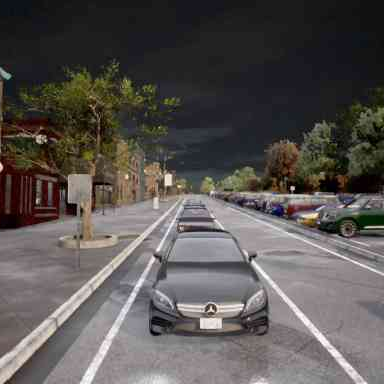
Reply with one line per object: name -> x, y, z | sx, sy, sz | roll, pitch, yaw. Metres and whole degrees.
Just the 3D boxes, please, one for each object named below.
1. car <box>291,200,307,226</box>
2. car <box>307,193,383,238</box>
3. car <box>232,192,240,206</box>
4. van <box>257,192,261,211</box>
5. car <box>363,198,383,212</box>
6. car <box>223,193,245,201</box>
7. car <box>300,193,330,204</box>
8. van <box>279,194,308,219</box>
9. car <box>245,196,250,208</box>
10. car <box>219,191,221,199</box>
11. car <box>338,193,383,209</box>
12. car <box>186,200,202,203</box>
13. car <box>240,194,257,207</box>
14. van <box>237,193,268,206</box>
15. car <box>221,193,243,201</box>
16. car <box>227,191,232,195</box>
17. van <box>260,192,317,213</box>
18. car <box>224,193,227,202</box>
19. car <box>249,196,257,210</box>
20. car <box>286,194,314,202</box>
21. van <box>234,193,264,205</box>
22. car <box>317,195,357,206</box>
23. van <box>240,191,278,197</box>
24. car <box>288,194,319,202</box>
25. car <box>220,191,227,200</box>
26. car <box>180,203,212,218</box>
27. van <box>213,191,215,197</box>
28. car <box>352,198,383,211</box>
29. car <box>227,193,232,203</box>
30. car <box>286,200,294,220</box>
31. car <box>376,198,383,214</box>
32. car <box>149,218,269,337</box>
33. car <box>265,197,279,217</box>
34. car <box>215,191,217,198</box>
car -> 9.070, 1.466, 19.853 | 5.366, 1.575, 1.946 | 0, 0, 0
car -> 9.247, 1.221, 17.050 | 5.566, 2.045, 2.435 | 0, 0, 0
car -> 9.021, 1.113, 47.892 | 5.566, 2.045, 2.435 | 0, 1, 0
van -> 9.269, 1.222, 33.873 | 4.442, 1.987, 1.878 | 0, 0, 0
car -> 22.177, 1.468, 37.445 | 4.792, 1.488, 2.163 | 0, 0, 0
car -> 8.854, 1.039, 70.319 | 4.553, 1.767, 2.185 | 0, 1, 0
car -> 22.074, 1.135, 59.658 | 4.553, 1.767, 2.185 | 0, 1, 0
van -> 9.331, 1.237, 25.461 | 4.442, 1.987, 1.878 | 0, 0, 0
car -> 9.108, 1.465, 39.484 | 4.674, 1.452, 2.002 | 0, 0, 0
car -> 8.877, 0.938, 67.515 | 5.566, 2.045, 2.435 | 0, 1, 0
car -> 22.137, 1.153, 43.001 | 5.566, 2.045, 2.435 | 0, 0, 0
car -> 0.212, 1.442, 29.870 | 2.128, 1.511, 4.902 | 0, 0, 0
car -> 9.097, 1.408, 42.287 | 4.892, 1.521, 2.231 | 0, 0, 0
van -> 9.145, 1.113, 50.698 | 4.442, 1.987, 1.878 | 0, 1, 0
car -> 8.833, 1.014, 73.122 | 4.553, 1.767, 2.185 | 0, 1, 0
car -> 8.998, 1.138, 59.107 | 4.553, 1.767, 2.185 | 0, 1, 0
van -> 9.056, 1.230, 31.070 | 4.442, 1.987, 1.878 | 0, 0, 0
car -> 8.944, 1.279, 61.912 | 4.674, 1.452, 2.002 | 0, 1, 0
car -> 9.161, 1.469, 36.676 | 4.792, 1.488, 2.163 | 0, 0, 0
car -> 21.988, 1.188, 67.985 | 4.892, 1.521, 2.231 | 0, 1, 0
van -> 9.125, 1.088, 53.501 | 4.442, 1.987, 1.878 | 0, 1, 0
car -> 22.290, 1.332, 51.332 | 5.366, 1.575, 1.946 | 0, 1, 0
van -> 9.187, 1.163, 45.093 | 4.442, 1.987, 1.878 | 0, 0, 0
car -> 21.817, 1.208, 65.207 | 5.366, 1.575, 1.946 | 0, 1, 0
car -> 8.897, 0.963, 64.712 | 5.566, 2.045, 2.435 | 0, 1, 0
car -> 0.189, 1.532, 17.422 | 2.033, 1.411, 5.357 | 0, 0, 0
van -> 8.624, 0.763, 89.939 | 4.442, 1.987, 1.878 | 0, 1, 0
car -> 22.214, 1.451, 40.228 | 4.792, 1.488, 2.163 | 0, 0, 0
car -> 8.981, 1.290, 56.305 | 4.892, 1.521, 2.231 | 0, 1, 0
car -> 9.237, 1.506, 22.658 | 4.674, 1.452, 2.002 | 0, 0, 0
car -> 22.411, 1.444, 34.675 | 5.366, 1.575, 1.946 | 0, 0, 0
car -> 0.251, 1.524, 6.843 | 1.812, 1.442, 4.674 | 0, 0, 0
car -> 9.188, 1.460, 28.264 | 5.008, 1.535, 2.097 | 0, 0, 0
car -> 8.797, 1.064, 81.533 | 5.008, 1.535, 2.097 | 0, 1, 0
